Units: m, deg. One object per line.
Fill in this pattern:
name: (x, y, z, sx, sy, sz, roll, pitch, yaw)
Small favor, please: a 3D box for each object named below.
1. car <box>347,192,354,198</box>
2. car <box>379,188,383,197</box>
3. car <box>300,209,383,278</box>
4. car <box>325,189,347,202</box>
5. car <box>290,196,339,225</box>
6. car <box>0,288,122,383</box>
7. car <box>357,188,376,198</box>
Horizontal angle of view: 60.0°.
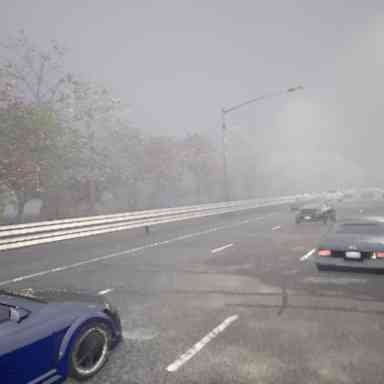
car: (31.012, 0.628, 66.377, 1.895, 1.301, 4.718, -3, -1, 31)
car: (36.934, 0.308, 62.654, 1.895, 1.301, 4.718, -3, -1, 31)
car: (4.832, 1.374, 9.457, 2.033, 1.411, 5.357, -3, 0, 31)
car: (22.178, 0.542, 51.767, 2.150, 2.045, 5.566, -3, -1, 31)
car: (7.929, 1.284, 21.356, 1.812, 1.442, 4.674, -3, 0, 31)
car: (-2.761, 1.726, 3.626, 1.994, 1.385, 4.181, -3, 0, 31)
car: (33.949, 0.413, 64.481, 2.033, 1.411, 5.357, -3, -1, 31)
